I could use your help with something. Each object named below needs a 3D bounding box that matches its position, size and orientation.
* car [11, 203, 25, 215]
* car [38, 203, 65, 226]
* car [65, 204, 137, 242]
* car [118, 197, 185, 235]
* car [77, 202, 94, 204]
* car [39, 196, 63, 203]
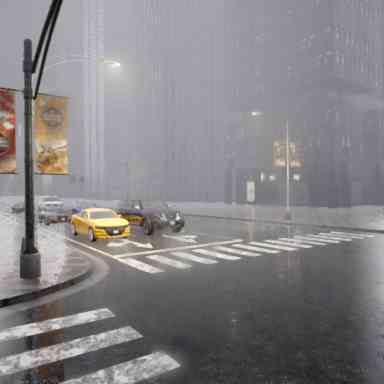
[{"bbox_3d":[-19.631,1.919,38.594,1.895,1.301,4.718,-1,0,-35],"label":"car"},{"bbox_3d":[-10.387,1.783,25.462,1.994,1.385,4.181,-1,0,-35],"label":"car"},{"bbox_3d":[-5.030,1.636,17.858,1.882,1.535,5.008,-1,0,-35],"label":"car"},{"bbox_3d":[-2.717,1.354,20.181,2.150,2.045,5.566,-1,0,-37],"label":"car"},{"bbox_3d":[-9.341,1.685,29.611,1.882,1.535,5.008,-1,0,-35],"label":"car"},{"bbox_3d":[-17.498,1.506,41.221,2.150,2.045,5.566,-1,1,-34],"label":"car"}]
